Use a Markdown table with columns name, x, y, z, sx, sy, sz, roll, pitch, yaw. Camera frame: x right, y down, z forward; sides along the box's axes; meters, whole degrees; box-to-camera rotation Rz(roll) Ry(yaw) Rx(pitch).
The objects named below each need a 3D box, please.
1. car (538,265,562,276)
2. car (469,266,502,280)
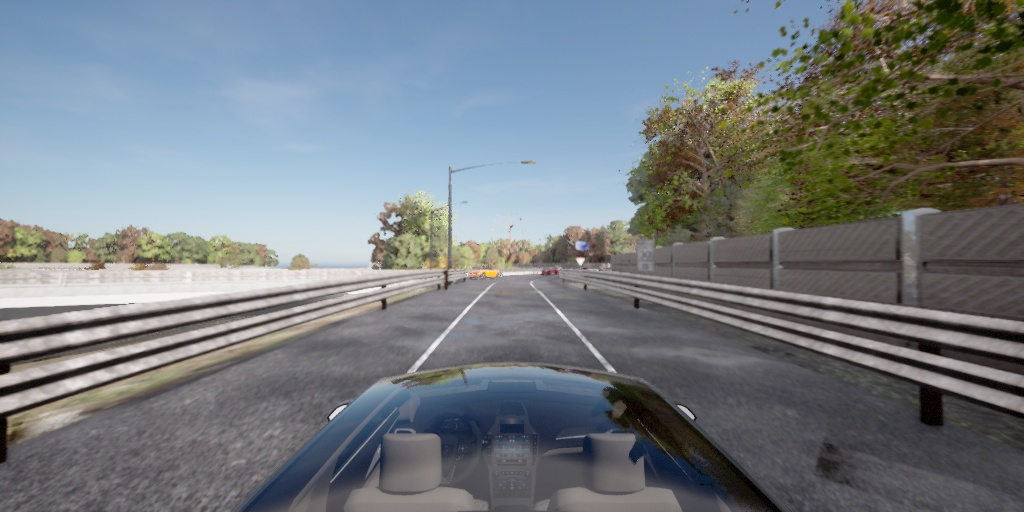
| name | x | y | z | sx | sy | sz | roll | pitch | yaw |
| --- | --- | --- | --- | --- | --- | --- | --- | --- | --- |
| car | 6.732 | 2.548 | 61.509 | 2.097 | 1.767 | 4.553 | -1 | -2 | 29 |
| car | -3.388 | 2.093 | 46.436 | 2.097 | 1.767 | 4.553 | -1 | -2 | 39 |
